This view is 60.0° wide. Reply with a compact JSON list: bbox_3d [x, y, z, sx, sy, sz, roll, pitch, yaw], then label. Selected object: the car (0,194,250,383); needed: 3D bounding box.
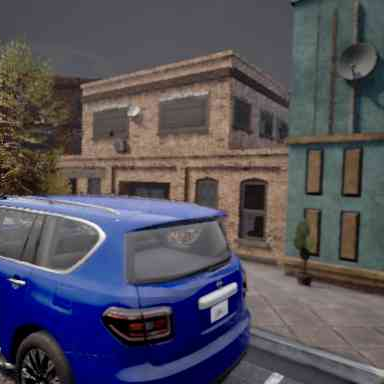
[{"bbox_3d":[-1.932,1.039,4.630,5.566,2.045,2.435,4,2,35],"label":"car"}]
